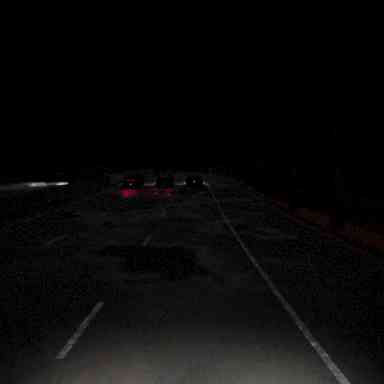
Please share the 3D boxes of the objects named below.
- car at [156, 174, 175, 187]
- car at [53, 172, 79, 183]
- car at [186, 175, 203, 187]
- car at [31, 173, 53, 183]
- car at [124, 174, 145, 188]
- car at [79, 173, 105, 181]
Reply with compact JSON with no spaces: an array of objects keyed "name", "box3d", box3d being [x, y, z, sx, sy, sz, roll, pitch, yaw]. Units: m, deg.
[{"name":"car","box3d":[-3.213,-1.474,40.323,1.812,1.442,4.674,0,6,0]},{"name":"car","box3d":[-17.334,-2.169,47.533,2.033,1.411,5.357,0,6,1]},{"name":"car","box3d":[0.286,-1.424,40.185,1.994,1.385,4.181,0,6,0]},{"name":"car","box3d":[-20.838,-2.078,47.191,1.895,1.301,4.718,0,6,1]},{"name":"car","box3d":[-6.726,-1.351,38.945,1.837,1.490,4.892,0,6,1]},{"name":"car","box3d":[-13.841,-2.081,47.168,1.895,1.301,4.718,0,6,1]}]
